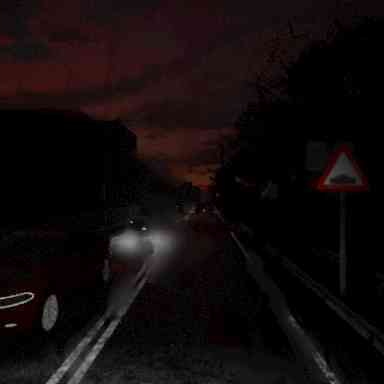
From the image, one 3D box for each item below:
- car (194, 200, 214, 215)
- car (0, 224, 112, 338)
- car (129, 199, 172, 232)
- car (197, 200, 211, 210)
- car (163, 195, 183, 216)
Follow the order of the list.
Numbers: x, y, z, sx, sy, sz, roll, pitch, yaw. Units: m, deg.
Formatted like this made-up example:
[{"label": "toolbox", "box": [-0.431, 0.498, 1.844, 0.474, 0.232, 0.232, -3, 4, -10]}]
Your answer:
[{"label": "car", "box": [1.331, 1.676, 36.759, 1.837, 1.490, 4.892, 0, 0, 2]}, {"label": "car", "box": [-3.139, 1.502, 6.984, 1.882, 1.535, 5.008, 0, -1, 2]}, {"label": "car", "box": [-2.616, 1.548, 20.943, 1.895, 1.301, 4.718, 0, 6, 2]}, {"label": "car", "box": [1.793, 1.829, 48.161, 1.895, 1.301, 4.718, 0, 0, 3]}, {"label": "car", "box": [-2.083, 1.360, 34.206, 2.150, 2.045, 5.566, 0, 0, 3]}]
